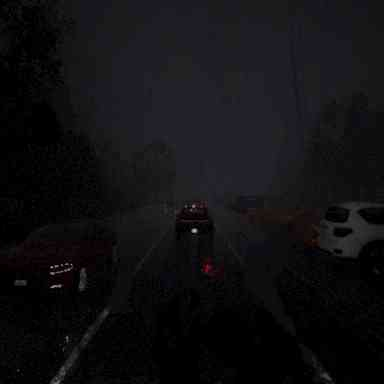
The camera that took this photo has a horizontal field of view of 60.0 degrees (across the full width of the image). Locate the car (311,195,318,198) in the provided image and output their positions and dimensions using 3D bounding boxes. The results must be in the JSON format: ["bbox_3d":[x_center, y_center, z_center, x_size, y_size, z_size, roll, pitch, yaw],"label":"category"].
[{"bbox_3d":[20.202,1.420,46.482,5.566,2.045,2.435,0,0,0],"label":"car"}]

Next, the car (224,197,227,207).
[{"bbox_3d":[7.099,1.689,43.905,4.792,1.488,2.163,0,0,0],"label":"car"}]

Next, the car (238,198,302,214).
[{"bbox_3d":[7.005,1.577,30.024,4.892,1.521,2.231,0,0,0],"label":"car"}]

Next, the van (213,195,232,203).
[{"bbox_3d":[7.314,1.748,79.978,4.442,1.987,1.878,0,-1,0],"label":"van"}]

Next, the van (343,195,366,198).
[{"bbox_3d":[20.276,1.390,38.171,4.442,1.987,1.878,0,0,0],"label":"van"}]

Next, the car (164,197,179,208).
[{"bbox_3d":[-3.146,1.568,52.212,2.097,1.767,4.553,0,0,1],"label":"car"}]

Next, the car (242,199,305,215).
[{"bbox_3d":[7.173,1.567,27.255,5.366,1.575,1.946,0,0,0],"label":"car"}]

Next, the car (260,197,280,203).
[{"bbox_3d":[20.573,2.153,88.008,4.892,1.521,2.231,0,-1,0],"label":"car"}]

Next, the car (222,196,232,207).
[{"bbox_3d":[7.122,1.708,46.681,4.792,1.488,2.163,0,0,0],"label":"car"}]

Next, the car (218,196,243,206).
[{"bbox_3d":[7.260,1.664,63.338,4.553,1.767,2.185,0,0,0],"label":"car"}]

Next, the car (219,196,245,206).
[{"bbox_3d":[7.236,1.645,60.562,4.553,1.767,2.185,0,0,0],"label":"car"}]

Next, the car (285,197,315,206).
[{"bbox_3d":[20.364,1.781,63.101,5.008,1.535,2.097,0,0,0],"label":"car"}]

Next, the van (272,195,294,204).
[{"bbox_3d":[20.347,1.631,74.316,4.442,1.987,1.878,0,-1,0],"label":"van"}]

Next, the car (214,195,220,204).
[{"bbox_3d":[7.059,1.749,57.786,5.366,1.575,1.946,0,0,0],"label":"car"}]

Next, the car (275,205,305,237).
[{"bbox_3d":[6.901,1.586,16.155,4.892,1.521,2.231,0,0,0],"label":"car"}]

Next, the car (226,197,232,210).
[{"bbox_3d":[7.075,1.671,41.129,4.792,1.488,2.163,0,0,0],"label":"car"}]

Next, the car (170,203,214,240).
[{"bbox_3d":[0.118,1.542,17.460,2.128,1.511,4.902,0,0,0],"label":"car"}]

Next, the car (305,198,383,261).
[{"bbox_3d":[6.877,1.345,10.602,5.566,2.045,2.435,0,0,0],"label":"car"}]

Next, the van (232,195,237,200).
[{"bbox_3d":[7.198,1.397,38.353,4.442,1.987,1.878,0,0,0],"label":"van"}]

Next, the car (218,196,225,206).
[{"bbox_3d":[6.989,1.694,49.459,5.366,1.575,1.946,0,0,0],"label":"car"}]

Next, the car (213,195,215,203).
[{"bbox_3d":[7.309,1.808,66.113,5.008,1.535,2.097,0,0,0],"label":"car"}]

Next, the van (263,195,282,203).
[{"bbox_3d":[20.672,1.864,85.243,4.442,1.987,1.878,0,-1,0],"label":"van"}]

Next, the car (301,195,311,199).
[{"bbox_3d":[20.271,1.708,52.021,5.008,1.535,2.097,0,0,0],"label":"car"}]

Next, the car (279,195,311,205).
[{"bbox_3d":[20.365,1.550,65.998,5.566,2.045,2.435,0,0,0],"label":"car"}]

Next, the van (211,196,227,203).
[{"bbox_3d":[7.664,2.064,93.854,4.442,1.987,1.878,0,-1,0],"label":"van"}]

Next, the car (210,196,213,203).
[{"bbox_3d":[7.413,1.612,74.443,5.566,2.045,2.435,0,0,0],"label":"car"}]

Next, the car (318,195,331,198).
[{"bbox_3d":[20.178,1.401,43.712,5.566,2.045,2.435,0,0,0],"label":"car"}]

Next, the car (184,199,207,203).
[{"bbox_3d":[0.175,1.471,34.655,2.097,1.767,4.553,0,0,0],"label":"car"}]

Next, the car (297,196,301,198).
[{"bbox_3d":[20.303,1.767,54.915,4.674,1.452,2.002,0,0,0],"label":"car"}]

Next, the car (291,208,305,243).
[{"bbox_3d":[7.057,1.587,13.377,5.366,1.575,1.946,0,0,0],"label":"car"}]

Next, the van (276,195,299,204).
[{"bbox_3d":[20.556,1.611,71.412,4.442,1.987,1.878,0,0,0],"label":"van"}]

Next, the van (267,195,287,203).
[{"bbox_3d":[20.392,1.738,79.707,4.442,1.987,1.878,0,-1,0],"label":"van"}]

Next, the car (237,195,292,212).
[{"bbox_3d":[7.066,1.463,32.804,4.553,1.767,2.185,0,0,0],"label":"car"}]

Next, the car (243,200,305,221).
[{"bbox_3d":[6.780,1.567,24.605,5.366,1.575,1.946,0,0,0],"label":"car"}]

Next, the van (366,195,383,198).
[{"bbox_3d":[20.005,1.356,32.617,4.442,1.987,1.878,0,0,0],"label":"van"}]

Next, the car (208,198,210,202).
[{"bbox_3d":[7.530,2.226,91.074,5.008,1.535,2.097,0,-1,0],"label":"car"}]

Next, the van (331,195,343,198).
[{"bbox_3d":[20.066,1.408,40.943,4.442,1.987,1.878,0,0,0],"label":"van"}]

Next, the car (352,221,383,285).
[{"bbox_3d":[6.830,1.601,7.827,5.008,1.535,2.097,0,0,0],"label":"car"}]

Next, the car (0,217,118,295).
[{"bbox_3d":[-3.344,1.502,8.987,1.882,1.535,5.008,0,0,0],"label":"car"}]

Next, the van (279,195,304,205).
[{"bbox_3d":[20.534,1.593,68.767,4.442,1.987,1.878,0,0,0],"label":"van"}]

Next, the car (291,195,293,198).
[{"bbox_3d":[20.344,1.803,60.330,4.674,1.452,2.002,0,0,0],"label":"car"}]

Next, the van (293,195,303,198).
[{"bbox_3d":[20.440,1.520,57.687,4.442,1.987,1.878,0,0,0],"label":"van"}]

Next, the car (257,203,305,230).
[{"bbox_3d":[6.733,1.576,18.932,5.366,1.575,1.946,0,0,0],"label":"car"}]

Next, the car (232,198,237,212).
[{"bbox_3d":[7.087,1.634,35.576,4.792,1.488,2.163,0,0,0],"label":"car"}]
